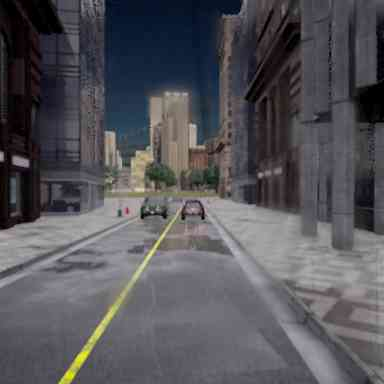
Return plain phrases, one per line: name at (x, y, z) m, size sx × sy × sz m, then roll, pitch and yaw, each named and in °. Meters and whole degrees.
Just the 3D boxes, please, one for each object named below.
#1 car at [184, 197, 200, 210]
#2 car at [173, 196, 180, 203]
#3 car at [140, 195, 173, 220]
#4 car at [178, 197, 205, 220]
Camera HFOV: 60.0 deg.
car at (0.037, 1.549, 46.148) m, size 2.128 × 1.511 × 4.902 m, roll 0°, pitch 0°, yaw 0°
car at (-3.019, 1.600, 69.129) m, size 1.994 × 1.385 × 4.181 m, roll 0°, pitch 0°, yaw 0°
car at (-3.105, 1.257, 28.825) m, size 2.150 × 2.045 × 5.566 m, roll 0°, pitch 0°, yaw 0°
car at (0.090, 1.465, 29.005) m, size 2.033 × 1.649 × 4.856 m, roll 0°, pitch 0°, yaw 0°
